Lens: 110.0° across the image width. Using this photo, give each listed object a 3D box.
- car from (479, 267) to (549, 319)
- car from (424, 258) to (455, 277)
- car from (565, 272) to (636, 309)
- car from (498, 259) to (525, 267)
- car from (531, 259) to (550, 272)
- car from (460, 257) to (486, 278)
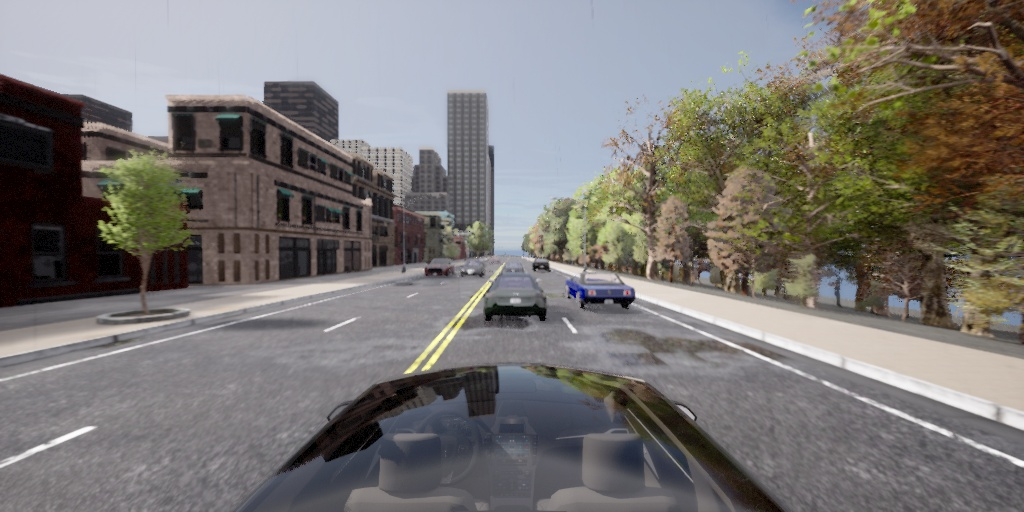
[{"bbox_3d":[0.103,1.265,12.474,1.994,1.385,4.181,0,0,0],"label":"car"},{"bbox_3d":[-6.583,0.955,32.946,2.097,1.767,4.553,0,0,0],"label":"car"},{"bbox_3d":[3.353,1.291,14.607,1.895,1.301,4.718,0,0,0],"label":"car"},{"bbox_3d":[0.098,1.162,30.417,2.033,1.411,5.357,0,0,0],"label":"car"},{"bbox_3d":[3.356,1.034,42.504,1.882,1.535,5.008,0,0,0],"label":"car"},{"bbox_3d":[-3.338,1.102,31.399,2.128,1.511,4.902,0,0,0],"label":"car"}]
